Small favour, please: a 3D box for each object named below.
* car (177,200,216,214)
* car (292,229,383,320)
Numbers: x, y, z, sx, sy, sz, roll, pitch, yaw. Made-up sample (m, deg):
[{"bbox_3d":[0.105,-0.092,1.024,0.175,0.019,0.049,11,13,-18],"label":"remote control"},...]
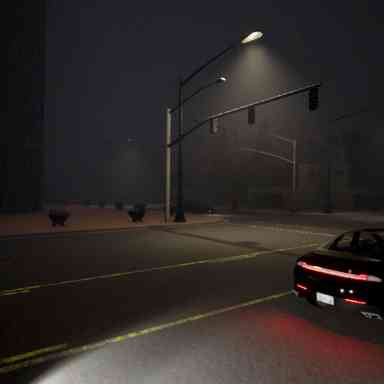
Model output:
[{"bbox_3d":[0.290,1.623,36.068,2.033,1.411,5.357,1,0,-35],"label":"car"},{"bbox_3d":[4.117,1.503,6.739,4.902,1.511,2.128,0,0,-35],"label":"car"}]
